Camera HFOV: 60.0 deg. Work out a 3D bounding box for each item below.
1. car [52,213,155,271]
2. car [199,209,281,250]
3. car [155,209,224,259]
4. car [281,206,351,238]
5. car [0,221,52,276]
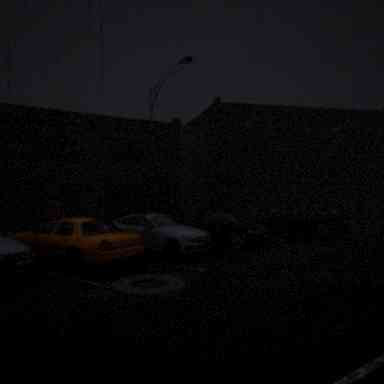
[{"bbox_3d":[-3.982,1.486,10.963,5.366,1.575,1.946,-1,-1,35],"label":"car"},{"bbox_3d":[0.947,1.487,14.276,4.892,1.521,2.231,-1,-1,34],"label":"car"},{"bbox_3d":[-1.439,1.526,12.569,4.674,1.452,2.002,-1,-1,35],"label":"car"},{"bbox_3d":[5.727,1.486,17.672,4.892,1.521,2.231,-1,0,34],"label":"car"},{"bbox_3d":[-6.217,1.527,9.162,4.674,1.452,2.002,-1,-1,35],"label":"car"}]
